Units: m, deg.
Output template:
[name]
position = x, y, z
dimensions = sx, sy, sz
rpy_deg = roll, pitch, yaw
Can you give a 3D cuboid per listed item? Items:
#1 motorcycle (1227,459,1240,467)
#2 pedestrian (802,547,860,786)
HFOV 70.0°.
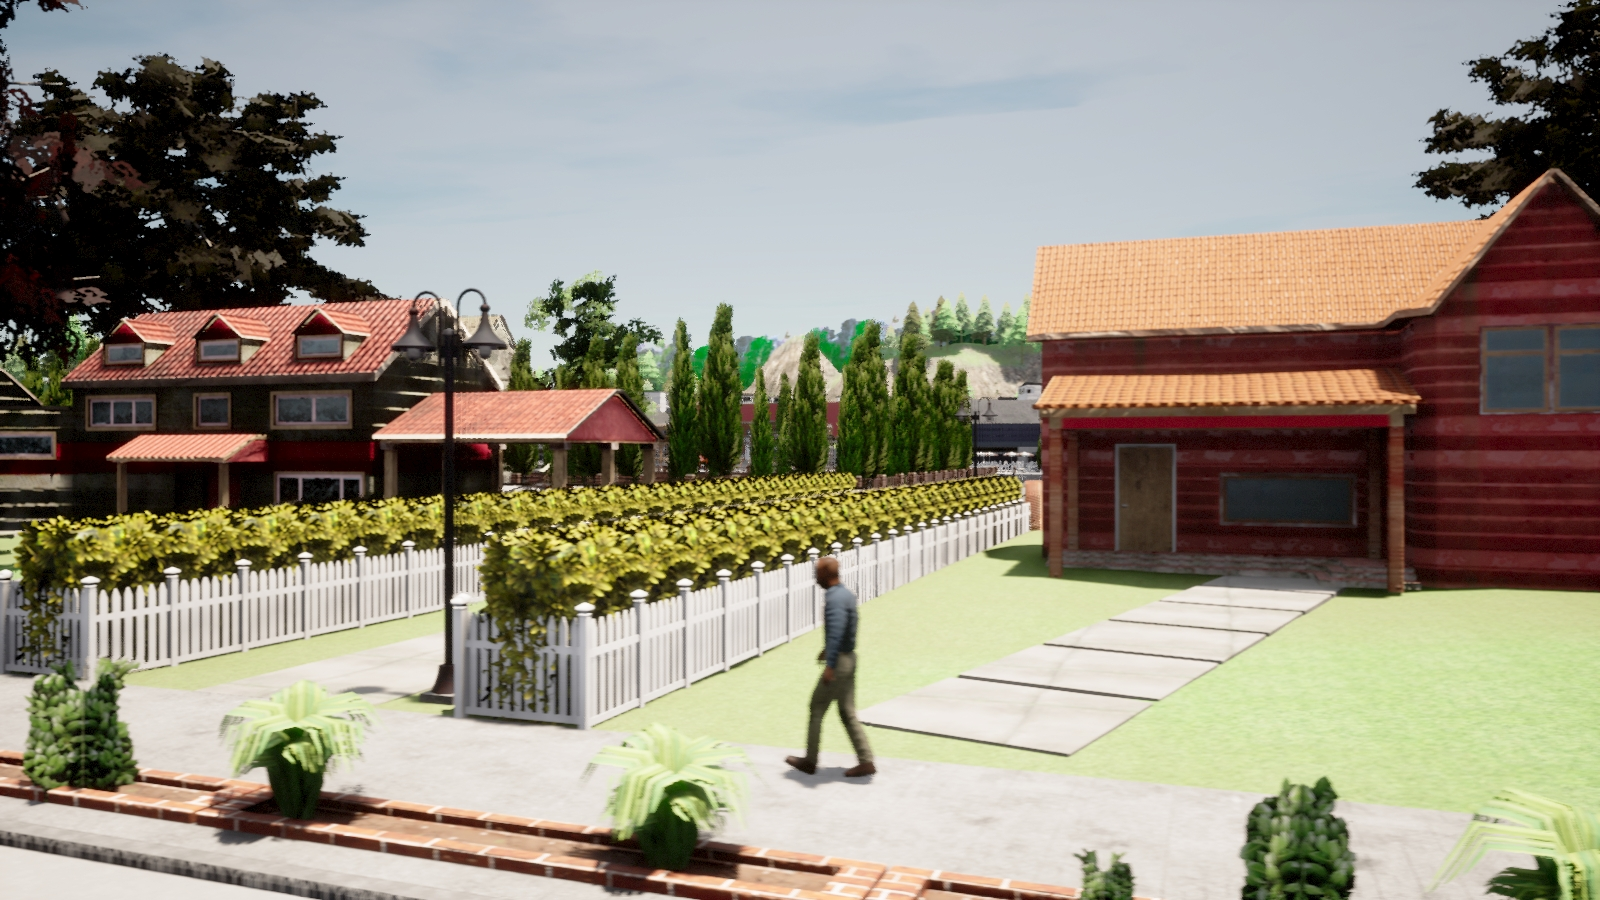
[motorcycle]
position = 72.176, 2.185, 190.361
dimensions = 2.033, 1.199, 0.803
rpy_deg = 0, 0, 20
[pedestrian]
position = 0.258, 1.744, 9.342
dimensions = 0.375, 1.860, 0.375
rpy_deg = 0, 0, 19
